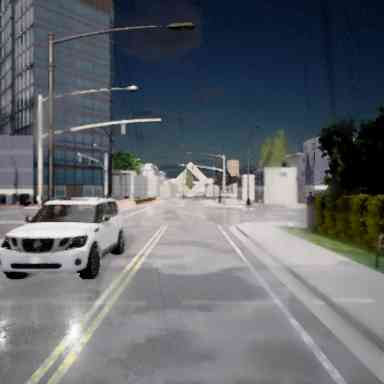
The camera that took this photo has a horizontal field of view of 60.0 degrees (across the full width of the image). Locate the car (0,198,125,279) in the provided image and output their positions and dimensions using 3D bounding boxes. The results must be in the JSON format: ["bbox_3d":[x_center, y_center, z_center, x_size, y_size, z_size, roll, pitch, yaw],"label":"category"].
[{"bbox_3d":[-3.576,1.213,10.354,2.150,2.045,5.566,0,0,0],"label":"car"}]
